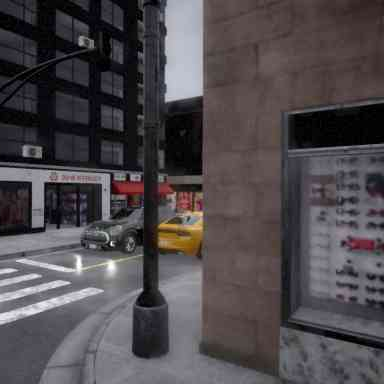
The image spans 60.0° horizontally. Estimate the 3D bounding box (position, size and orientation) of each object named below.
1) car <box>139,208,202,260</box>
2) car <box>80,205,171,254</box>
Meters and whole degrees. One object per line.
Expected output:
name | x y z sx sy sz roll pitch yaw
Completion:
car | 0.463 1.500 12.849 1.882 1.535 5.008 0 0 33
car | -2.323 1.365 13.798 2.097 1.767 4.553 0 0 33
